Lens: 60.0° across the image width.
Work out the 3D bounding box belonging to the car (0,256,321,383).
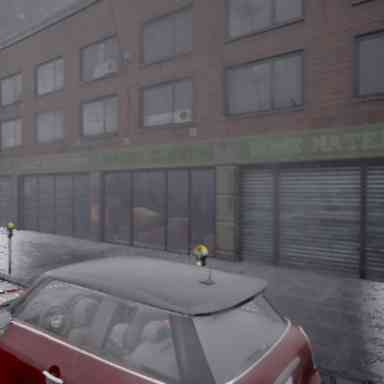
[{"bbox_3d":[-0.921,1.420,3.470,4.097,1.590,1.967,1,0,36],"label":"car"}]
